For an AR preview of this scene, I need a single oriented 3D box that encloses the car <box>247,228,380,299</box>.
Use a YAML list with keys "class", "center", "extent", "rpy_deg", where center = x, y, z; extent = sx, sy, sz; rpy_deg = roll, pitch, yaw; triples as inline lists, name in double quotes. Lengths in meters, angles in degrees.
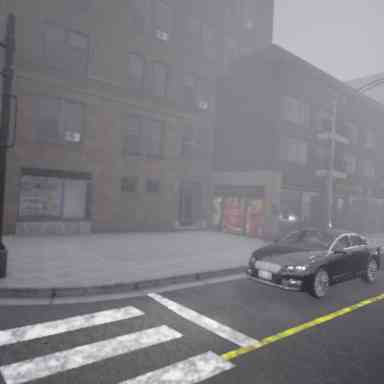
- class: "car"
  center: [3.602, 1.798, 9.415]
  extent: [4.902, 1.511, 2.128]
  rpy_deg: [3, -1, -40]
